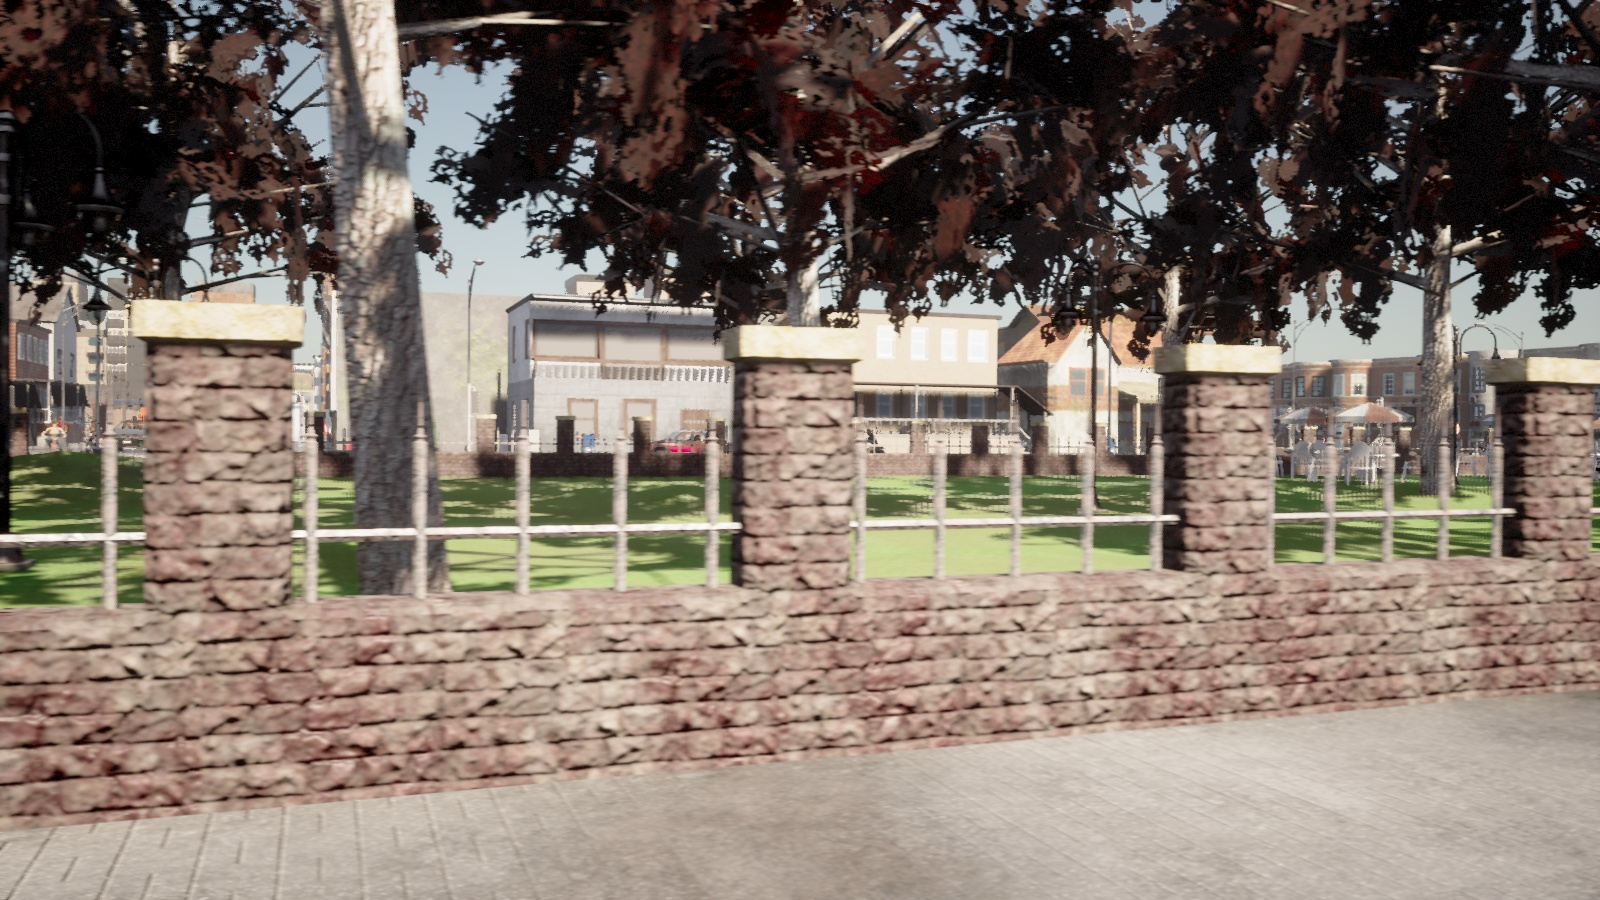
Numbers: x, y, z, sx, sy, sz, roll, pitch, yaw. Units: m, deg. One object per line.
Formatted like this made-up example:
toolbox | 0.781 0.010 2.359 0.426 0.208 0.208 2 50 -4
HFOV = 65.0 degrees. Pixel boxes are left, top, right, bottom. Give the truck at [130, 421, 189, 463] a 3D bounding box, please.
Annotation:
truck | -39.575 -0.522 77.707 2.627 2.467 5.204 -1 1 -21

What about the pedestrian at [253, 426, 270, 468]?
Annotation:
pedestrian | -23.597 -0.133 55.075 0.353 1.847 0.614 0 1 15

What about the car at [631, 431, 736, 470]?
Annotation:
car | -4.697 -0.006 50.429 3.806 1.475 1.970 -1 1 -20

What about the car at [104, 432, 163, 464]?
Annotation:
car | -35.528 -0.130 67.033 2.152 1.651 5.027 -1 1 -21

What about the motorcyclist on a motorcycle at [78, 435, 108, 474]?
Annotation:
motorcyclist on a motorcycle | -31.011 0.187 55.114 0.766 1.649 2.350 -1 1 -21
